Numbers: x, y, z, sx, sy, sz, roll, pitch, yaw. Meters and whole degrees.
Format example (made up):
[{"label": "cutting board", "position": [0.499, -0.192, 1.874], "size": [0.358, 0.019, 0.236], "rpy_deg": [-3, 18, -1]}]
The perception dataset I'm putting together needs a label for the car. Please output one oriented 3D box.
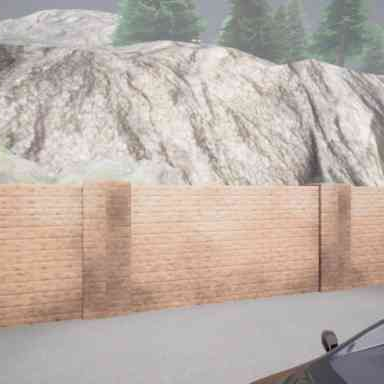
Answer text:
[{"label": "car", "position": [2.067, 1.492, 1.964], "size": [4.902, 1.511, 2.128], "rpy_deg": [0, 0, -19]}]
